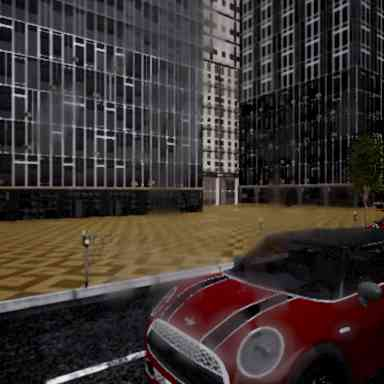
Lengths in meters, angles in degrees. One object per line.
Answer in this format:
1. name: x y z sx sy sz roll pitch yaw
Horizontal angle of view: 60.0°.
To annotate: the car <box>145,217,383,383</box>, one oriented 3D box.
1. car: 1.651 1.344 4.546 4.553 1.767 2.097 0 0 -35
